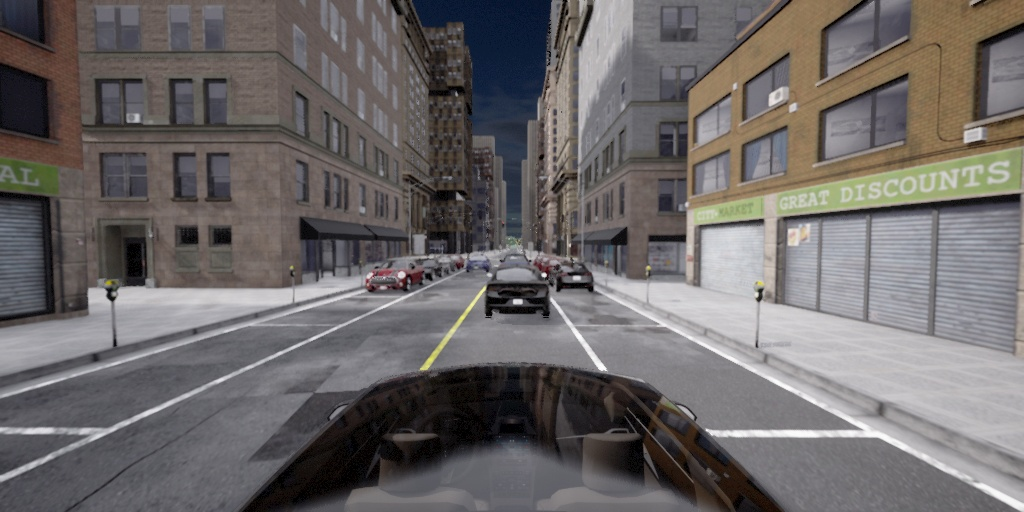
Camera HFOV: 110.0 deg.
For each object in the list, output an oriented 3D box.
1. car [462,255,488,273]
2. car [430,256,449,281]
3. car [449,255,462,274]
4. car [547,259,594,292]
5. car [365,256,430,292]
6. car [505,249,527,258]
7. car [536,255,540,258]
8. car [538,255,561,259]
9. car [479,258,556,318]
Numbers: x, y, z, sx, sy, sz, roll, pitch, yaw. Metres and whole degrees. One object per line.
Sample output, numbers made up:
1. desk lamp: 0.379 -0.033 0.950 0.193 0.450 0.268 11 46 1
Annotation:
1. car: -2.818 0.629 30.858 1.812 1.442 4.674 0 1 1
2. car: -5.623 0.835 23.317 1.948 1.339 4.313 0 0 0
3. car: -5.586 0.698 28.821 2.007 1.370 4.403 0 0 0
4. car: 2.865 0.959 17.756 1.948 1.339 4.313 0 0 0
5. car: -5.660 0.830 17.813 1.967 1.591 4.097 0 0 0
6. car: 0.243 0.624 23.242 2.097 1.767 4.553 0 1 0
7. car: 2.940 0.695 28.763 1.888 1.381 4.507 0 0 0
8. car: 2.902 0.817 23.259 1.888 1.381 4.507 0 0 0
9. car: 0.163 0.999 11.931 1.882 1.535 5.008 0 1 0
